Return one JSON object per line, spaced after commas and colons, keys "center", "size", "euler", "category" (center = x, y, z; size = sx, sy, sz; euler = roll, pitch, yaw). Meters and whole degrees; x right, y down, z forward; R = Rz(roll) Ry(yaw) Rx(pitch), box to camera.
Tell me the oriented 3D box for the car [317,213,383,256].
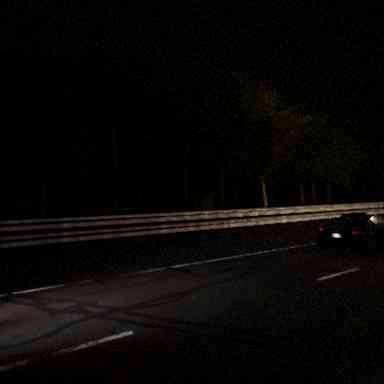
{"center": [6.848, 1.548, 13.276], "size": [4.181, 1.385, 1.994], "euler": [0, 0, -37], "category": "car"}
